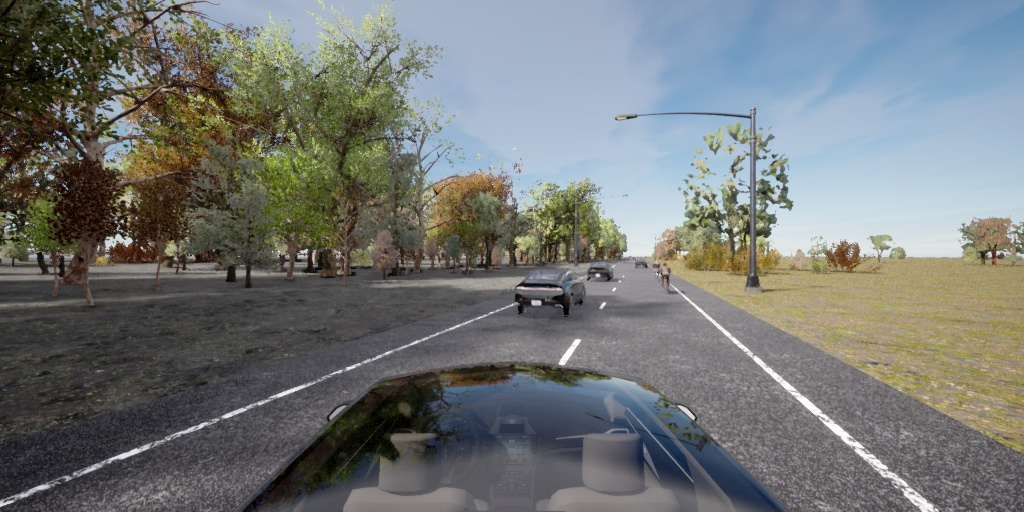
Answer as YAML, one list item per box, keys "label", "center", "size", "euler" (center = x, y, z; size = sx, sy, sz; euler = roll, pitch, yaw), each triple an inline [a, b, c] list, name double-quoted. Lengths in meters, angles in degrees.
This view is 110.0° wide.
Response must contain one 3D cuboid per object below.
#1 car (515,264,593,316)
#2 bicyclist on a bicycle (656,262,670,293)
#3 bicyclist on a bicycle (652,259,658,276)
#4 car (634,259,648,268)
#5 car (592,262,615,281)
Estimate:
- label: "car"
  center: [1.572, 1.243, 13.485]
  size: [2.128, 1.511, 4.902]
  euler: [0, 0, 19]
- label: "bicyclist on a bicycle"
  center: [8.218, 1.207, 19.228]
  size: [0.582, 1.620, 1.656]
  euler: [0, 0, 19]
- label: "bicyclist on a bicycle"
  center: [11.409, 1.126, 28.301]
  size: [0.659, 1.776, 1.843]
  euler: [0, 0, 19]
- label: "car"
  center: [21.684, 1.271, 60.138]
  size: [1.837, 1.490, 4.892]
  euler: [0, 0, 19]
- label: "car"
  center: [7.599, 1.260, 30.632]
  size: [1.837, 1.490, 4.892]
  euler: [0, 0, 19]
